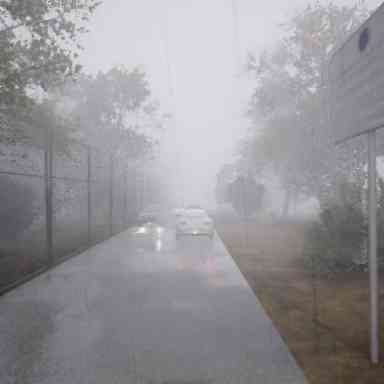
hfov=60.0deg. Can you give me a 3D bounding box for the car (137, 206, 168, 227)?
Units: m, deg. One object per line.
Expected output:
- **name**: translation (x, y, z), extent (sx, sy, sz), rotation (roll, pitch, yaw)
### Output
- **car**: translation (-2.800, 1.712, 24.721), extent (2.033, 1.411, 5.357), rotation (0, -1, 0)

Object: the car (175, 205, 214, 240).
- **car**: translation (0.140, 1.610, 17.411), extent (1.812, 1.442, 4.674), rotation (0, -1, 0)

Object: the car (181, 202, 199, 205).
- **car**: translation (0.196, 1.885, 34.912), extent (1.994, 1.385, 4.181), rotation (0, -1, 0)

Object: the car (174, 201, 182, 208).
- **car**: translation (-2.441, 2.609, 65.710), extent (2.128, 1.511, 4.902), rotation (0, -2, 1)
